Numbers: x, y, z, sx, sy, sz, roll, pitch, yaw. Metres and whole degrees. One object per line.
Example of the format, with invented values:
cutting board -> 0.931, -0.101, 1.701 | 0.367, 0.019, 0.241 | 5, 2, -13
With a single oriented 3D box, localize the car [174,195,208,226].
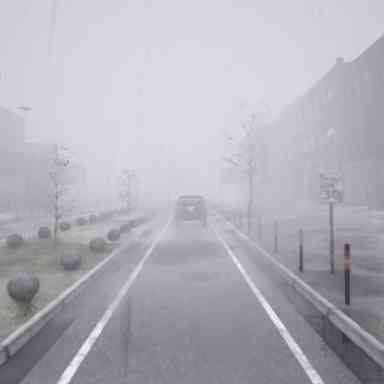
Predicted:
car -> -0.073, 1.207, 23.349 | 2.150, 2.045, 5.566 | 0, 0, 0

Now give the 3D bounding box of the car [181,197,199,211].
car -> -0.216, 1.468, 41.732 | 2.128, 1.511, 4.902 | 0, 0, 0
